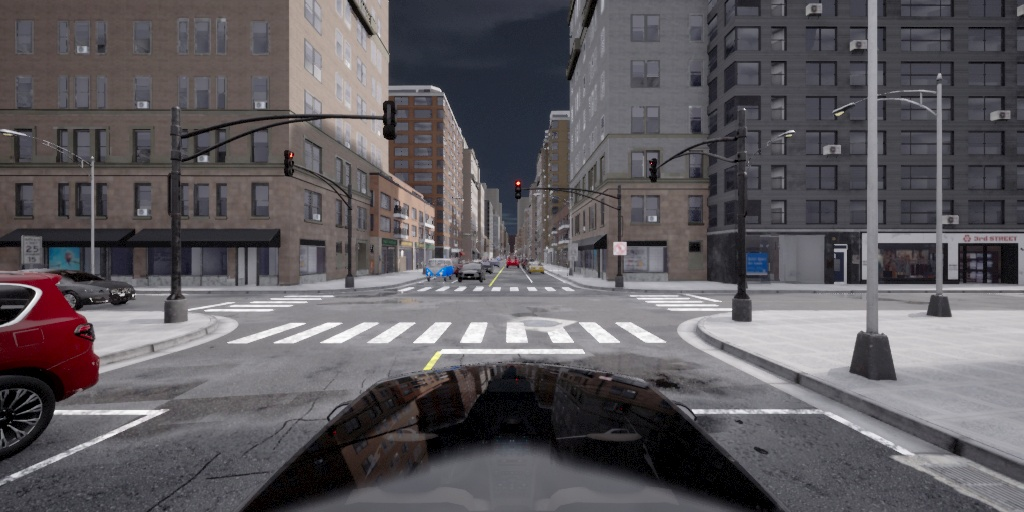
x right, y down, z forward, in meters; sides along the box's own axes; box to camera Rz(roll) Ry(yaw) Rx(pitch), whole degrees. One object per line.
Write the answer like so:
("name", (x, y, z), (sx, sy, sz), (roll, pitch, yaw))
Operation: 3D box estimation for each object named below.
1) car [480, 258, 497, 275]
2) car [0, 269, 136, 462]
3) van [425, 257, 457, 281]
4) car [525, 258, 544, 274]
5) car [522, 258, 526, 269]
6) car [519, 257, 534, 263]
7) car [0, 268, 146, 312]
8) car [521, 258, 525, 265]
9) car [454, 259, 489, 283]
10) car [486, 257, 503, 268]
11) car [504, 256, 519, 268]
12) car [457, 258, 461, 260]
("car", (-3.065, 1.294, 39.760), (2.033, 1.411, 5.357), (0, 0, 1))
("car", (-5.858, 1.065, 2.122), (2.192, 1.841, 5.009), (0, 0, 0))
("van", (-5.834, 1.088, 29.069), (1.690, 1.789, 3.998), (0, 0, 0))
("car", (2.701, 1.272, 40.447), (1.751, 1.417, 4.829), (0, 0, 0))
("car", (2.706, 1.296, 45.872), (2.007, 1.370, 4.403), (0, 0, 0))
("car", (2.716, 1.058, 57.060), (2.192, 1.841, 5.009), (0, 0, 0))
("car", (-17.565, 1.265, 13.846), (4.892, 1.490, 1.837), (0, 0, -2))
("car", (2.711, 1.310, 51.466), (1.948, 1.339, 4.313), (0, 0, 0))
("car", (-3.077, 1.253, 28.191), (1.837, 1.490, 4.892), (0, 0, 0))
("car", (-2.987, 1.290, 59.746), (2.033, 1.411, 5.357), (0, 0, 1))
("car", (0.150, 0.964, 60.954), (2.150, 2.045, 5.566), (0, 0, 0))
("car", (-5.830, 1.062, 34.665), (2.192, 1.841, 5.009), (0, 0, 0))
